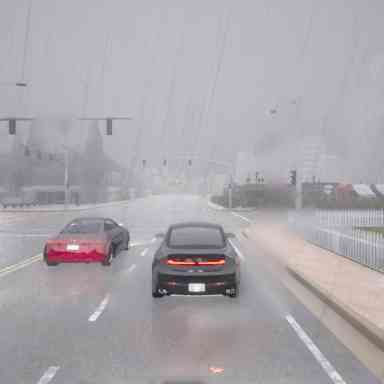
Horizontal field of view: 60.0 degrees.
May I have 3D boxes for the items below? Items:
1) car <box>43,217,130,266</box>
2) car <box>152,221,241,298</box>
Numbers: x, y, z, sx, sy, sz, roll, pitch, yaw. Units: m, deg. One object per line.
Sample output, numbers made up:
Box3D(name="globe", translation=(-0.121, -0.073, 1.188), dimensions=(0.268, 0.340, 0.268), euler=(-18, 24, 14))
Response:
Box3D(name="car", translation=(-3.423, 1.564, 11.556), dimensions=(1.994, 1.385, 4.181), euler=(0, 0, 0))
Box3D(name="car", translation=(0.083, 1.505, 8.519), dimensions=(1.837, 1.490, 4.892), euler=(0, 0, 0))
